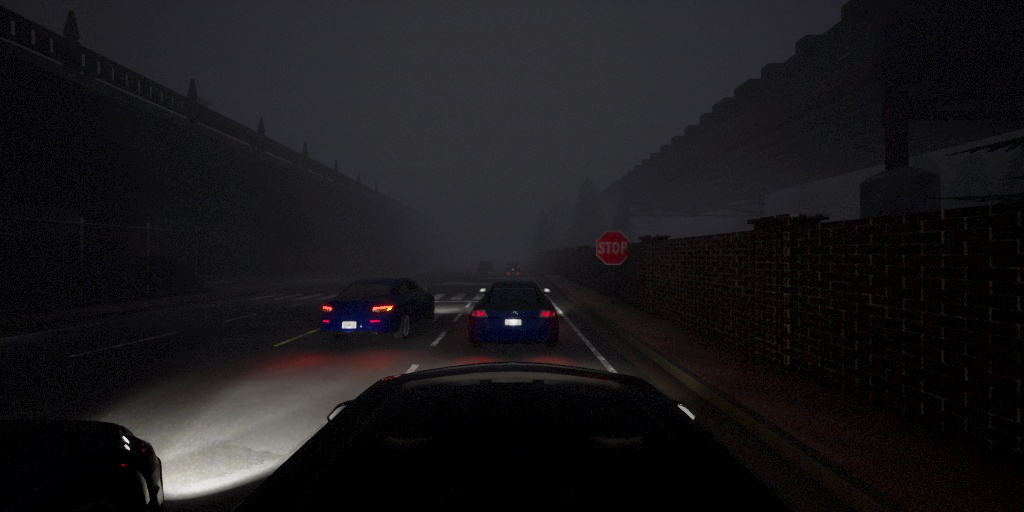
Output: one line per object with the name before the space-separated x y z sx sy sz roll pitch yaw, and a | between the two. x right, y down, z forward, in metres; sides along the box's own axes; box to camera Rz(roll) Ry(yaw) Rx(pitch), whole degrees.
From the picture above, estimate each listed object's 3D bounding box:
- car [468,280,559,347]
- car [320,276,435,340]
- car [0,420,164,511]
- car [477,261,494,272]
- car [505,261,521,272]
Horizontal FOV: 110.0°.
car | 0.069 1.314 9.283 1.994 1.385 4.181 0 0 1
car | -3.413 1.276 9.805 1.812 1.442 4.674 0 0 0
car | -3.398 1.314 0.709 1.994 1.385 4.181 0 0 0
car | -3.398 1.297 45.932 2.033 1.411 5.357 0 0 -1
car | 0.097 1.351 46.101 1.895 1.301 4.718 0 0 -1
